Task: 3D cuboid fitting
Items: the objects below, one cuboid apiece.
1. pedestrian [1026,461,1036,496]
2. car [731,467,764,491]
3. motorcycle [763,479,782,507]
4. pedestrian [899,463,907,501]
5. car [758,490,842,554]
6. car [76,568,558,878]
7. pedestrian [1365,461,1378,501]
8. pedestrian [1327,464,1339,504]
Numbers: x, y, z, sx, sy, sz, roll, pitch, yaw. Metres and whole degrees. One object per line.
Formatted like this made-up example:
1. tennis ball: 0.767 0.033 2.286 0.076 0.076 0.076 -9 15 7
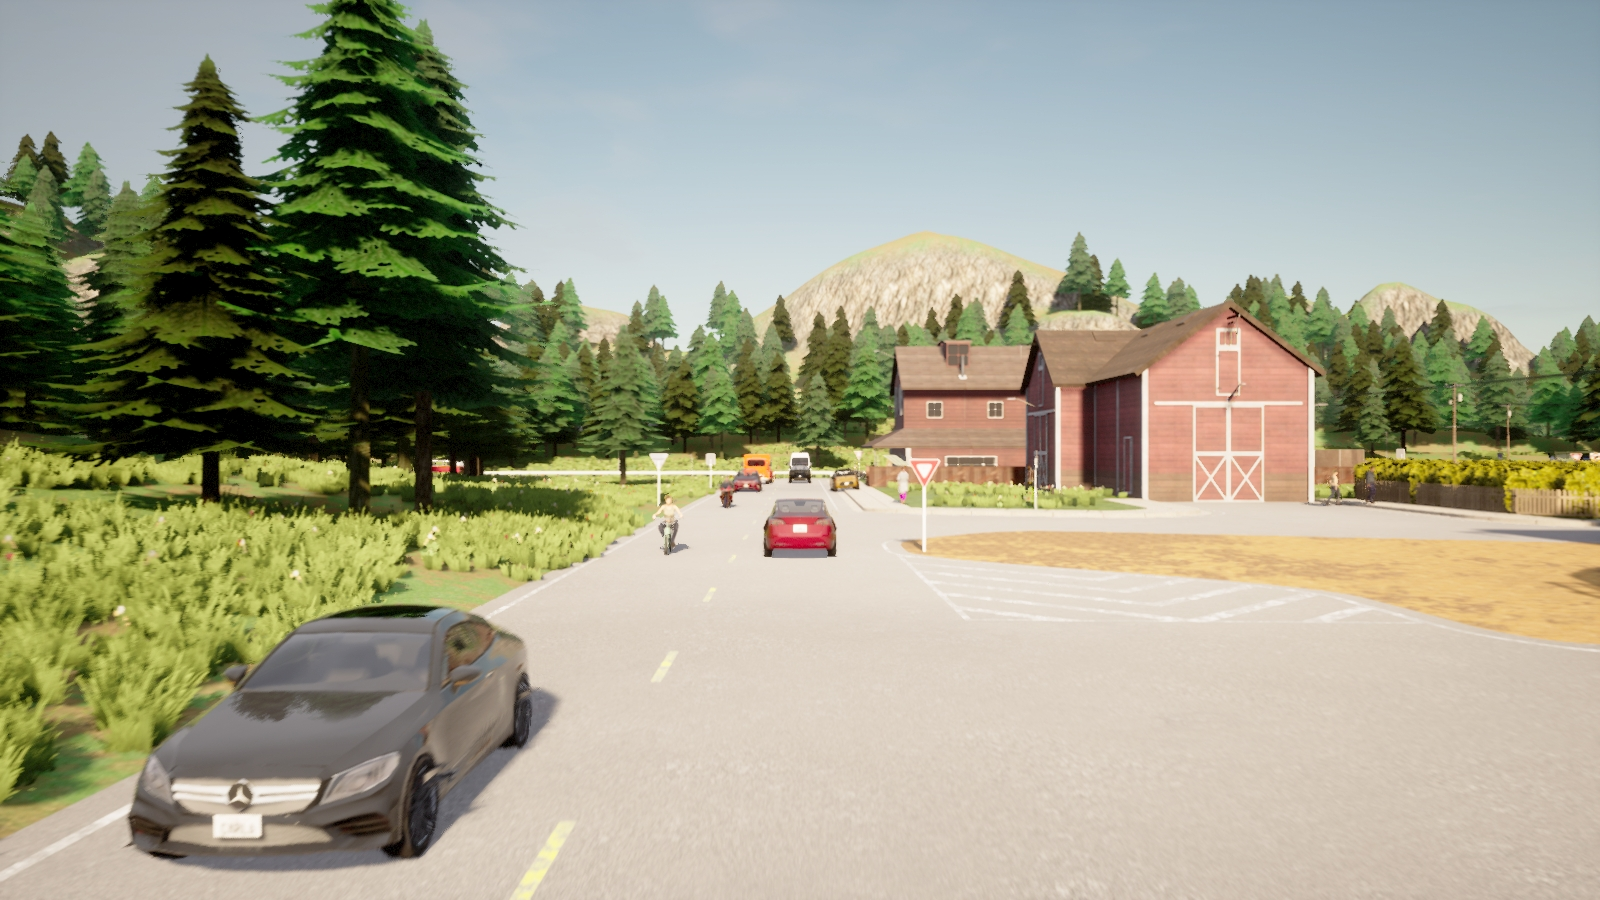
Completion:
1. pedestrian: 12.183 1.497 60.185 0.375 1.860 0.375 0 0 -39
2. car: -3.499 1.900 76.349 2.007 1.525 4.514 0 0 0
3. motorcycle: -1.300 2.065 54.774 0.867 1.251 2.209 0 0 0
4. pedestrian: 5.011 1.556 55.562 0.375 1.860 0.375 0 0 -1
5. car: 0.001 1.923 31.613 2.163 1.488 4.792 0 0 0
6. car: -3.500 1.941 9.437 2.002 1.442 4.674 0 0 0
7. pedestrian: 26.753 1.466 53.501 0.375 1.860 0.375 0 0 -22
8. pedestrian: 25.423 1.617 54.536 0.375 1.860 0.375 0 0 -11
